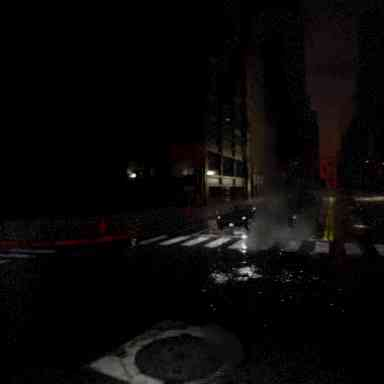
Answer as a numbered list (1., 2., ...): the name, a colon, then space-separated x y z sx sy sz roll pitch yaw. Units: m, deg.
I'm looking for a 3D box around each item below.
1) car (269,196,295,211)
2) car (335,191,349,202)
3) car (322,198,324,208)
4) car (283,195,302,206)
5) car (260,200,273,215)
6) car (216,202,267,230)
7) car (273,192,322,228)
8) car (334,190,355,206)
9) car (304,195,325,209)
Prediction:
1. car: 10.257 1.217 37.674 2.128 1.511 4.902 -1 0 23
2. car: 25.452 0.747 56.569 2.097 1.767 4.553 -1 0 23
3. car: 10.775 1.233 30.531 2.128 1.511 4.902 -1 0 23
4. car: 14.415 1.168 47.484 2.033 1.411 5.357 -1 0 23
5. car: 6.607 1.414 29.004 1.895 1.301 4.718 -1 0 23
6. car: 3.059 1.499 20.608 1.895 1.301 4.718 -1 0 24
7. car: 6.858 1.056 21.226 2.150 2.045 5.566 -1 0 23
8. car: 19.922 0.770 43.412 2.150 2.045 5.566 -1 0 23
9. car: 14.825 1.134 40.133 2.128 1.511 4.902 -1 0 23
